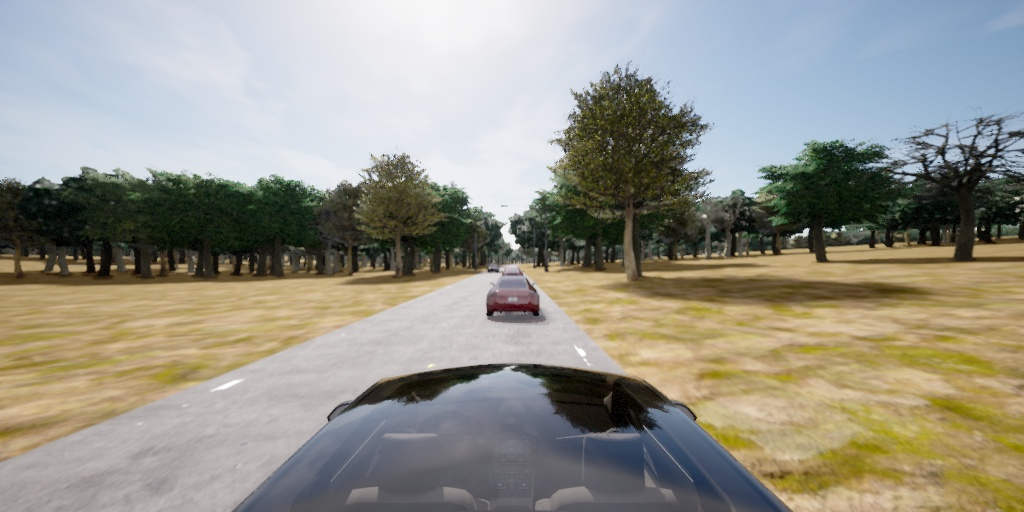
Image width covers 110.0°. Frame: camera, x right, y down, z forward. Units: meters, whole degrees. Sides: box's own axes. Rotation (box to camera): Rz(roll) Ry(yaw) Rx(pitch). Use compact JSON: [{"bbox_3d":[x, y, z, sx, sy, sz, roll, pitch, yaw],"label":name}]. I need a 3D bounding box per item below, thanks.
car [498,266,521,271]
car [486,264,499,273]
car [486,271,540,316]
[{"bbox_3d":[0.045,1.647,29.709,1.812,1.442,4.674,0,-1,0],"label":"car"},{"bbox_3d":[-3.063,2.033,58.470,1.837,1.490,4.892,0,-1,0],"label":"car"},{"bbox_3d":[0.048,1.481,14.324,1.994,1.385,4.181,0,-1,0],"label":"car"}]
